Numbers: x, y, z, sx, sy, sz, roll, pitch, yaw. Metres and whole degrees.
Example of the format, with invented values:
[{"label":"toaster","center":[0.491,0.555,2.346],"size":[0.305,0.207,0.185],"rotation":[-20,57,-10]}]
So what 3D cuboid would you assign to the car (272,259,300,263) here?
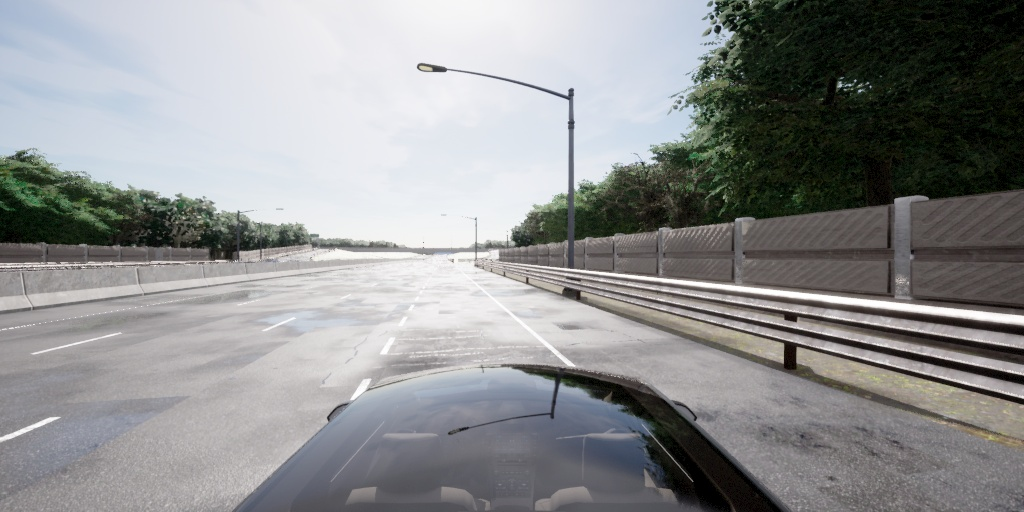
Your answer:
[{"label":"car","center":[-30.174,1.357,48.756],"size":[1.994,1.385,4.181],"rotation":[0,0,-10]}]
